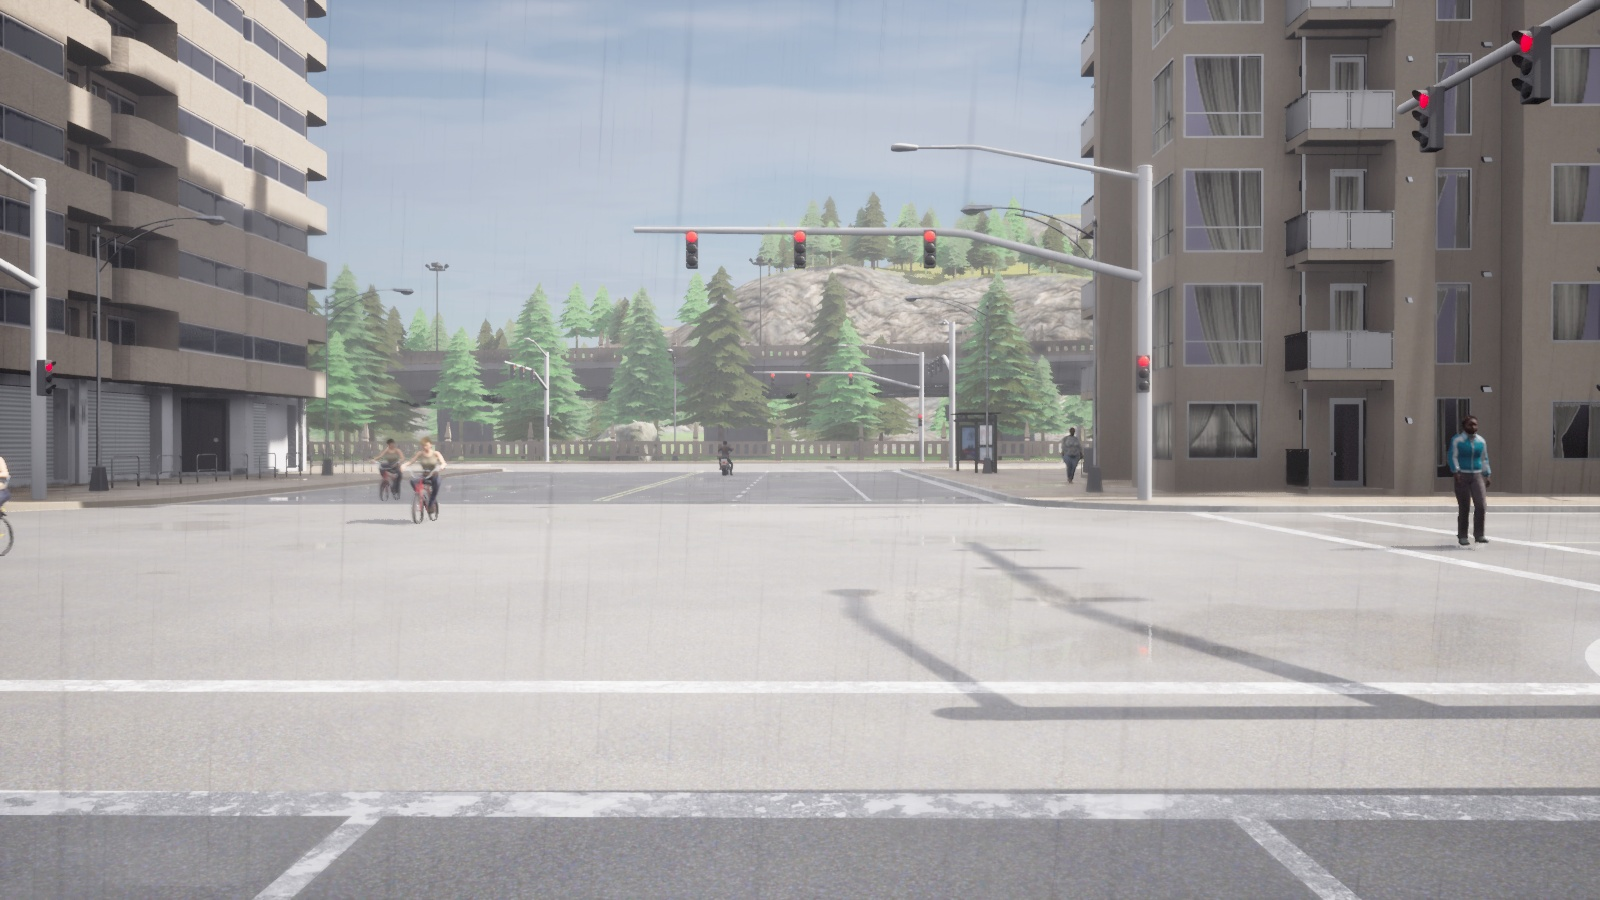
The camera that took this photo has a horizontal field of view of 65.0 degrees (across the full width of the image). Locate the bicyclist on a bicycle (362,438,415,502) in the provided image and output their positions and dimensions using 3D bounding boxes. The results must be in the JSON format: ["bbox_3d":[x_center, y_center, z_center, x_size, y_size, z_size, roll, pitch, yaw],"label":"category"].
[{"bbox_3d":[-10.463,0.494,31.987,0.866,1.612,1.509,0,0,0],"label":"bicyclist on a bicycle"}]

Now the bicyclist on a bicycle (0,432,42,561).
[{"bbox_3d":[-10.466,0.585,15.857,0.866,1.612,1.509,0,0,0],"label":"bicyclist on a bicycle"}]

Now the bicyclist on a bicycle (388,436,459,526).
[{"bbox_3d":[-6.970,0.546,23.303,0.866,1.612,1.509,0,0,0],"label":"bicyclist on a bicycle"}]

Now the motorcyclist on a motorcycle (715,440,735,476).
[{"bbox_3d":[-3.437,0.367,57.900,0.766,1.649,2.350,0,0,0],"label":"motorcyclist on a motorcycle"}]

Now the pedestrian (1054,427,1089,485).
[{"bbox_3d":[8.781,0.183,40.627,0.874,1.855,0.900,0,0,-4],"label":"pedestrian"}]

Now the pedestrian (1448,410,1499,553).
[{"bbox_3d":[9.328,0.424,17.398,0.396,1.930,0.692,0,0,8],"label":"pedestrian"}]
